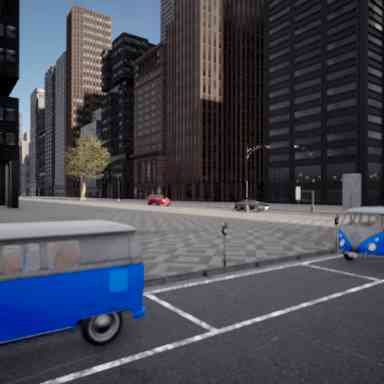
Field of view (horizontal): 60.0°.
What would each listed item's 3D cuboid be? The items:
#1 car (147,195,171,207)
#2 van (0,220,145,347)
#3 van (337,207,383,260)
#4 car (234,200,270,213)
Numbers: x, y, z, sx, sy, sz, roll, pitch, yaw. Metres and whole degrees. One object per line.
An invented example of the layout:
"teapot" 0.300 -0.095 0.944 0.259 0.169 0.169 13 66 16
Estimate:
"car" -5.878 1.511 59.073 2.150 2.045 5.566 0 0 -35
"van" -2.646 1.344 4.763 3.998 1.788 1.690 0 0 -35
"van" 6.610 1.409 11.340 3.998 1.788 1.690 0 0 -35
"car" 7.265 1.730 40.573 2.128 1.511 4.902 0 0 -36
